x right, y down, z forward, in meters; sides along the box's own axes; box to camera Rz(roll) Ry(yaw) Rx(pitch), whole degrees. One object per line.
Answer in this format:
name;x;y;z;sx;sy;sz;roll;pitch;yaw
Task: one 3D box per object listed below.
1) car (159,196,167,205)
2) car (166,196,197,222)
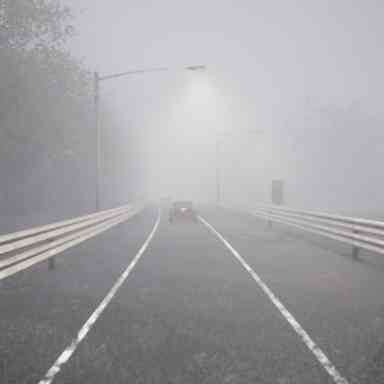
car;-4.850;1.494;60.749;1.837;1.490;4.892;0;0;-10
car;-0.799;1.350;26.448;2.097;1.767;4.553;0;0;-4
